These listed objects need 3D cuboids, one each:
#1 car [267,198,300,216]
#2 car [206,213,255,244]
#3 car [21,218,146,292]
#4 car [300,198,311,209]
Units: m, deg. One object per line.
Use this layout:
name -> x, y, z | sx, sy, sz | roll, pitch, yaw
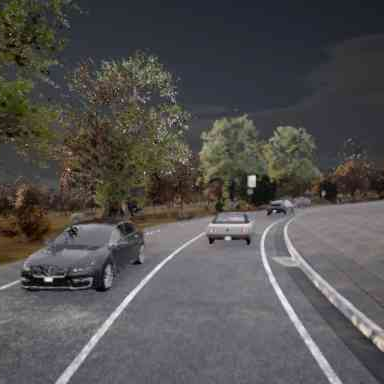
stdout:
car -> 8.834, 1.491, 32.706 | 1.837, 1.490, 4.892 | -4, -1, 30
car -> 1.989, 1.622, 15.878 | 1.895, 1.301, 4.718 | -1, 0, 13
car -> -2.629, 1.546, 9.189 | 1.837, 1.490, 4.892 | -1, 0, 7
car -> 14.815, 1.553, 46.208 | 2.128, 1.511, 4.902 | -5, -3, 44
